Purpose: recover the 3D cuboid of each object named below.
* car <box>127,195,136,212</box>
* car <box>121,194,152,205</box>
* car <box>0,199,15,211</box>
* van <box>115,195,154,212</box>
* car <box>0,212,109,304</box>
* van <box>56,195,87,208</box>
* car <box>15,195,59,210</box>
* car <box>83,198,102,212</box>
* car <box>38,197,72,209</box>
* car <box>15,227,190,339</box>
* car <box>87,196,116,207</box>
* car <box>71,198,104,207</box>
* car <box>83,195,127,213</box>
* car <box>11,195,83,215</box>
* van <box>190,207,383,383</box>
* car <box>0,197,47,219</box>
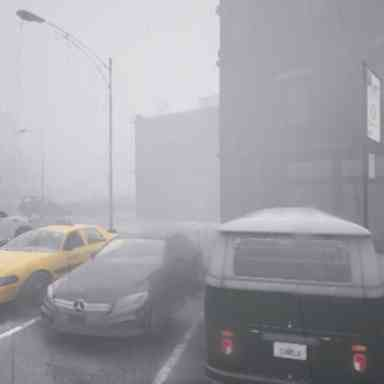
[{"bbox_3d":[-8.942,1.405,39.301,5.566,2.045,2.435,1,1,14],"label":"car"},{"bbox_3d":[-11.050,1.509,66.520,5.566,2.045,2.435,-1,0,14],"label":"car"},{"bbox_3d":[-26.241,1.777,43.947,4.792,1.488,2.163,-1,0,14],"label":"car"},{"bbox_3d":[-7.147,1.433,41.730,4.442,1.987,1.878,0,0,14],"label":"van"},{"bbox_3d":[-3.473,1.520,8.421,1.946,1.575,5.366,0,-1,15],"label":"car"},{"bbox_3d":[-19.577,1.531,54.006,4.442,1.987,1.878,-1,0,14],"label":"van"},{"bbox_3d":[-22.813,1.499,48.974,5.566,2.045,2.435,-1,-1,14],"label":"car"},{"bbox_3d":[-12.249,1.682,34.384,4.792,1.488,2.163,0,1,14],"label":"car"},{"bbox_3d":[-21.181,1.628,51.489,4.553,1.767,2.185,-1,-1,14],"label":"car"},{"bbox_3d":[-0.970,1.550,6.864,2.002,1.452,4.674,0,-1,15],"label":"car"},{"bbox_3d":[-16.053,1.631,58.973,4.553,1.767,2.185,-1,0,14],"label":"car"},{"bbox_3d":[-17.777,1.757,56.492,4.892,1.521,2.231,-1,-1,14],"label":"car"},{"bbox_3d":[-10.596,1.403,36.848,5.566,2.045,2.435,0,1,14],"label":"car"},{"bbox_3d":[-13.846,1.400,31.942,5.566,2.045,2.435,0,0,14],"label":"car"},{"bbox_3d":[1.500,1.270,5.237,1.878,1.987,4.442,0,-1,15],"label":"van"},{"bbox_3d":[-8.329,1.307,12.107,2.435,2.045,5.566,0,-1,15],"label":"car"}]
